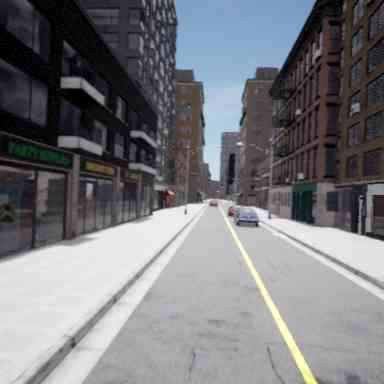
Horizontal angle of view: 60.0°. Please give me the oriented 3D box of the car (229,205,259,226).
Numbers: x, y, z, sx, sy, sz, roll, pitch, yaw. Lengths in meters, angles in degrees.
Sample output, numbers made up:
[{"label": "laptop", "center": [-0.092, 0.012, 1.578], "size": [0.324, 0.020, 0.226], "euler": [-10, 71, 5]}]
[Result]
[{"label": "car", "center": [4.616, 2.067, 28.526], "size": [2.033, 1.411, 5.357], "euler": [2, -1, 4]}]

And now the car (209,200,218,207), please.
[{"label": "car", "center": [4.714, 2.462, 71.892], "size": [1.882, 1.535, 5.008], "euler": [2, -1, 4]}]

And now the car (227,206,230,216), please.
[{"label": "car", "center": [5.366, 2.245, 40.474], "size": [1.994, 1.385, 4.181], "euler": [2, -1, 5]}]
